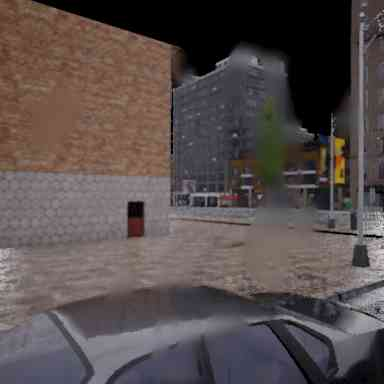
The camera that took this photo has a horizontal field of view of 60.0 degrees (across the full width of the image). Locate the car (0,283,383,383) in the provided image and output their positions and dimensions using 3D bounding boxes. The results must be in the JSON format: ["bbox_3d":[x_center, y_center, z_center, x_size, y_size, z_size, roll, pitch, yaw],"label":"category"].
[{"bbox_3d":[-0.420,1.554,2.451,5.357,1.411,2.033,0,0,-35],"label":"car"}]
